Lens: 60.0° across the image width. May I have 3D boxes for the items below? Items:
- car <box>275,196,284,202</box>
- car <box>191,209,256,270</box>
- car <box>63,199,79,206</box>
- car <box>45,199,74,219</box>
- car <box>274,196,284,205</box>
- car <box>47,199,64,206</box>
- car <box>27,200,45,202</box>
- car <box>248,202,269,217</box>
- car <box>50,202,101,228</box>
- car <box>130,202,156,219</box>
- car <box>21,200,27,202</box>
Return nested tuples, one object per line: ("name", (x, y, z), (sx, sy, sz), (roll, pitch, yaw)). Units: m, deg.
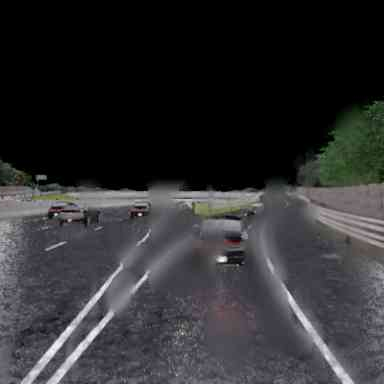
("car", (21.021, 1.696, 79.956), (1.895, 1.301, 4.718), (0, 1, 14))
("car", (1.088, 1.557, 11.306), (1.837, 1.490, 4.892), (0, 0, 7))
("car", (-26.829, 2.404, 73.695), (1.837, 1.490, 4.892), (0, -1, -2))
("car", (-11.403, 1.647, 30.126), (1.837, 1.490, 4.892), (0, -1, -2))
("car", (18.356, 1.939, 70.201), (1.895, 1.301, 4.718), (0, 1, 15))
("car", (-30.343, 2.402, 74.116), (1.837, 1.490, 4.892), (0, -1, -2))
("car", (-26.371, 2.066, 58.162), (1.812, 1.442, 4.674), (0, -1, -1))
("car", (7.120, 1.816, 35.454), (1.812, 1.442, 4.674), (-1, -1, 19))
("car", (-7.691, 1.583, 23.176), (2.128, 1.511, 4.902), (0, 0, -2))
("car", (-4.521, 1.683, 30.824), (1.837, 1.490, 4.892), (0, -1, -2))
("car", (-29.914, 2.165, 59.944), (1.895, 1.301, 4.718), (0, -1, -2))
